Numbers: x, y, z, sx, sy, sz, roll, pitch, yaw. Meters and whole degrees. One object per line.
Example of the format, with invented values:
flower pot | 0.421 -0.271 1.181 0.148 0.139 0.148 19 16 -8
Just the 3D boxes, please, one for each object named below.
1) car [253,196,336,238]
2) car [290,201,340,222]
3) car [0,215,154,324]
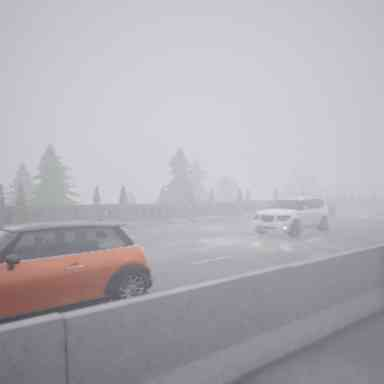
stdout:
car | 5.649 1.280 18.435 5.566 2.045 2.150 0 0 -44
car | 10.495 1.574 28.142 4.902 1.511 2.128 0 0 -45
car | -3.070 1.382 6.277 4.553 1.767 2.097 0 0 -38
